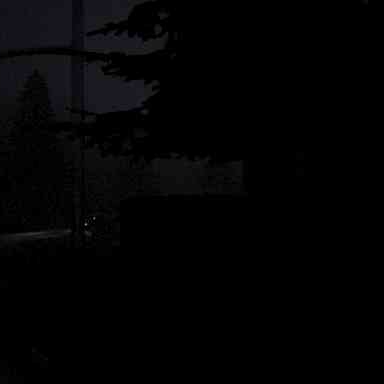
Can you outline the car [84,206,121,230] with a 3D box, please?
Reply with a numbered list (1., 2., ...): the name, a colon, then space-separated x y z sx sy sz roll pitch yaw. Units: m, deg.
1. car: -4.971 1.585 21.363 1.895 1.301 4.718 0 0 36
